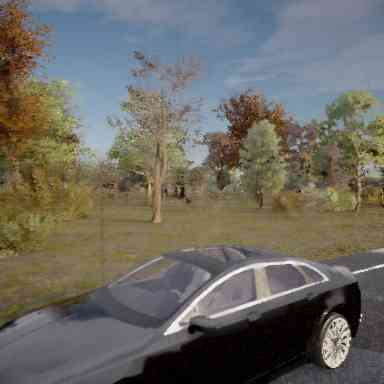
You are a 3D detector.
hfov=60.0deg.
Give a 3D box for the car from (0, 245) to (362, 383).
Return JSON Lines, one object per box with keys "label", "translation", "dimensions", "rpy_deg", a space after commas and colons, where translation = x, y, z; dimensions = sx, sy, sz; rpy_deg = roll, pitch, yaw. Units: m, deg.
{"label": "car", "translation": [0.163, 1.492, 4.109], "dimensions": [4.902, 1.511, 2.128], "rpy_deg": [0, 0, -35]}
